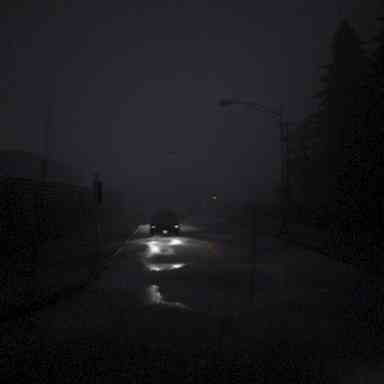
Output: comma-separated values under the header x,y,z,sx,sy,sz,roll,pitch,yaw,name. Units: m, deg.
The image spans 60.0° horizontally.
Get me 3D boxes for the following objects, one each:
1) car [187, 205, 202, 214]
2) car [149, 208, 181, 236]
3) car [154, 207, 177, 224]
x,y,z,sx,sy,sz,roll,pitch,yaw,name
0.346,2.505,48.745,1.895,1.301,4.718,-1,-1,-5,car
-1.779,1.992,22.046,2.033,1.411,5.357,-1,-1,-4,car
-2.534,2.202,31.879,1.994,1.385,4.181,-1,-1,-4,car
